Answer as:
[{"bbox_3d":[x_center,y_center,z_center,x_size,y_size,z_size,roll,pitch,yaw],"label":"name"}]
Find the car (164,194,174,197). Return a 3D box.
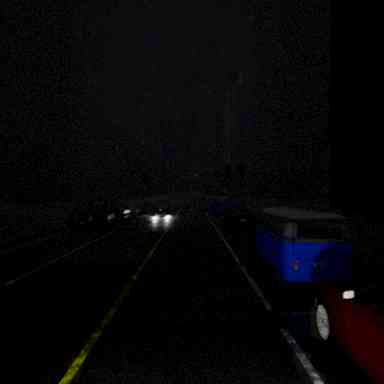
[{"bbox_3d":[-5.982,1.565,78.737,2.008,1.369,4.403,0,0,-1],"label":"car"}]

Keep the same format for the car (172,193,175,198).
[{"bbox_3d":[-6.029,1.567,83.729,2.008,1.369,4.403,0,0,-1],"label":"car"}]

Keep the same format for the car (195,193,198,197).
[{"bbox_3d":[2.440,1.564,89.702,1.887,1.381,4.507,0,0,-1],"label":"car"}]

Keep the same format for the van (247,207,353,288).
[{"bbox_3d":[2.758,1.341,8.996,1.690,1.788,3.998,0,0,0],"label":"van"}]

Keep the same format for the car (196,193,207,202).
[{"bbox_3d":[2.542,1.565,78.814,2.008,1.369,4.403,0,0,-1],"label":"car"}]

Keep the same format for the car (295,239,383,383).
[{"bbox_3d":[2.760,1.545,3.483,1.887,1.381,4.507,0,0,0],"label":"car"}]

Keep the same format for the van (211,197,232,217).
[{"bbox_3d":[2.751,1.343,31.046,1.690,1.788,3.998,0,0,0],"label":"van"}]

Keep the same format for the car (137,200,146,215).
[{"bbox_3d":[-5.774,1.527,30.871,1.752,1.417,4.829,0,0,0],"label":"car"}]

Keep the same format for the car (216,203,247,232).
[{"bbox_3d":[2.755,1.567,20.021,1.947,1.339,4.313,0,0,0],"label":"car"}]

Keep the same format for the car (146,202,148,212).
[{"bbox_3d":[-5.775,1.553,36.554,2.008,1.369,4.403,0,0,0],"label":"car"}]

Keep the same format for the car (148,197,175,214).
[{"bbox_3d":[-3.085,1.566,34.558,1.994,1.385,4.181,0,0,0],"label":"car"}]

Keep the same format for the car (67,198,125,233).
[{"bbox_3d":[-5.771,1.316,20.015,2.192,1.841,5.009,0,0,0],"label":"car"}]

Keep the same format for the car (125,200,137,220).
[{"bbox_3d":[-5.772,1.552,25.528,2.008,1.369,4.403,0,0,0],"label":"car"}]
